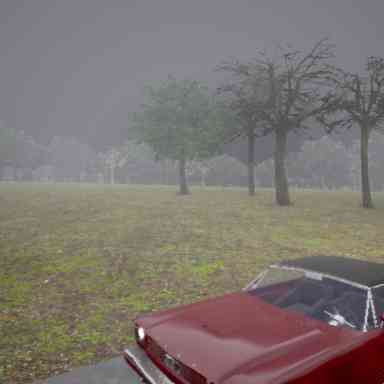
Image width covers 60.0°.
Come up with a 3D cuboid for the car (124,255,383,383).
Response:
[{"bbox_3d":[1.619,1.599,4.217,4.718,1.301,1.895,0,0,-35],"label":"car"}]
